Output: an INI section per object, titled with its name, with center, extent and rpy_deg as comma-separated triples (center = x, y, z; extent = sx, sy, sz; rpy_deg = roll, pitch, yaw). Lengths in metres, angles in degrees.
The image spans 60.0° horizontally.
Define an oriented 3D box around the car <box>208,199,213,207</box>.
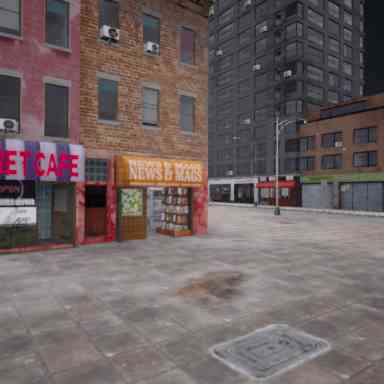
[car]
center = 0.503, 0.986, 38.708
extent = 1.812, 1.442, 4.674
rpy_deg = 1, 1, -35
